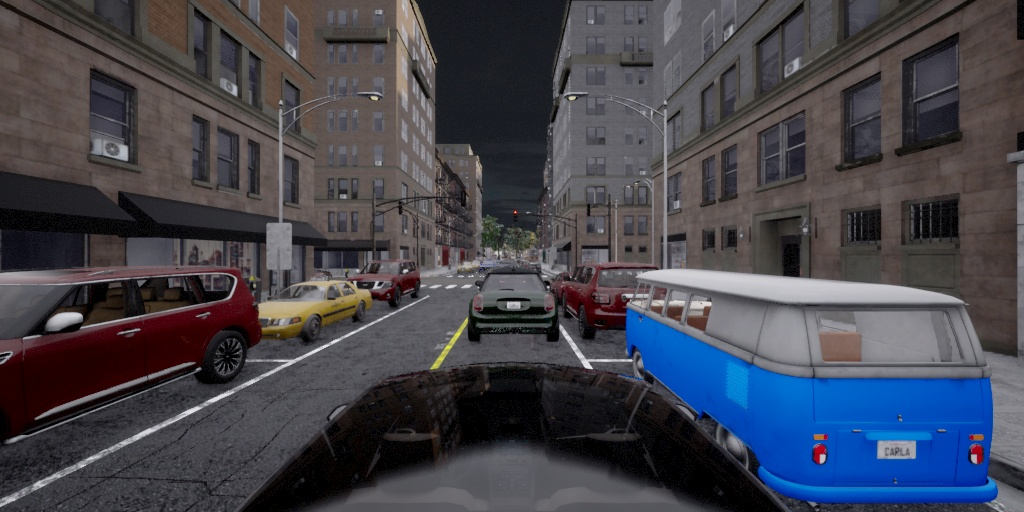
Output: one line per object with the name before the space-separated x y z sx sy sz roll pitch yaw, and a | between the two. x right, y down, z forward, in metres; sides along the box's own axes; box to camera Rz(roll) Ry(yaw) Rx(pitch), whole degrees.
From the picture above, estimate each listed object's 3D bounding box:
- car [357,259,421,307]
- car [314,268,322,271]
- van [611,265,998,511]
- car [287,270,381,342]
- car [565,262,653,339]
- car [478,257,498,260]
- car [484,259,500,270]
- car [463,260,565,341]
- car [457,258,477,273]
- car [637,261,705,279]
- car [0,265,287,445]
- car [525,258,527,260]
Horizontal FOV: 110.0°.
car | -5.420 1.064 15.654 2.192 1.841 5.009 0 0 0
car | -16.279 1.378 27.801 4.181 1.385 1.994 0 0 0
van | 2.635 1.091 4.307 1.690 1.789 3.998 0 0 0
car | -5.411 1.275 9.805 1.751 1.417 4.829 0 0 0
car | 2.626 1.065 9.986 2.192 1.841 5.009 0 0 0
car | -2.902 1.227 42.908 1.882 1.535 5.008 0 0 0
car | -2.915 1.241 52.875 2.128 1.511 4.902 0 0 0
car | 0.022 1.102 10.010 2.097 1.767 4.553 0 0 0
car | -5.474 1.274 42.492 1.751 1.417 4.829 0 0 0
car | 13.589 1.172 30.834 4.902 1.511 2.128 0 0 0
car | -5.402 1.065 4.298 2.192 1.841 5.009 0 0 0
car | 2.579 1.299 42.673 2.007 1.370 4.403 0 0 0
